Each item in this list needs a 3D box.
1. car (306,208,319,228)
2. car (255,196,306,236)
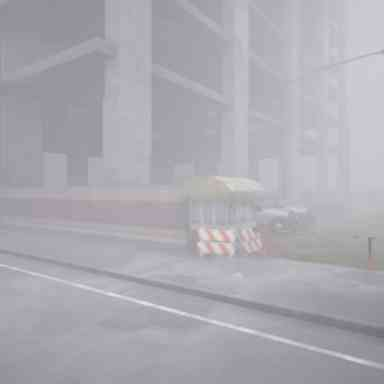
[{"bbox_3d":[5.316,1.155,19.754,3.866,1.878,1.905,0,0,36],"label":"car"},{"bbox_3d":[3.595,1.155,17.369,3.866,1.878,1.905,0,0,36],"label":"car"}]
